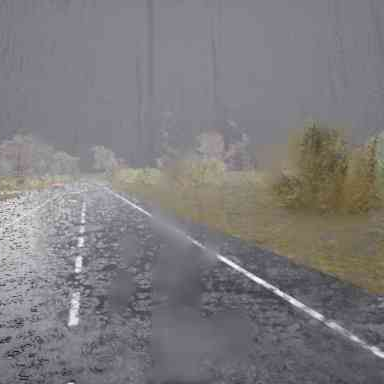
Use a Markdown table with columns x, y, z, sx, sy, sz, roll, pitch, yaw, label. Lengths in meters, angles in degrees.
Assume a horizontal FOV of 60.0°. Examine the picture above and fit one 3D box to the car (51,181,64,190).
| x | y | z | sx | sy | sz | roll | pitch | yaw | label |
| --- | --- | --- | --- | --- | --- | --- | --- | --- | --- |
| -26.354 | -1.365 | 65.356 | 2.097 | 1.767 | 4.553 | -3 | 4 | -17 | car |
